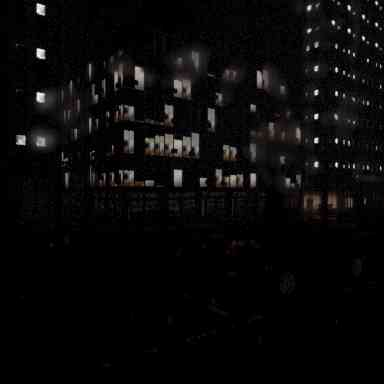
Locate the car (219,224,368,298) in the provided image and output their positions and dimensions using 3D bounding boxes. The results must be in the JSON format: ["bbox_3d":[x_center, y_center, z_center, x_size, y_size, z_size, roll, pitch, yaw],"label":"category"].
[{"bbox_3d":[2.711,1.545,8.481,4.507,1.381,1.887,0,0,-35],"label":"car"}]
